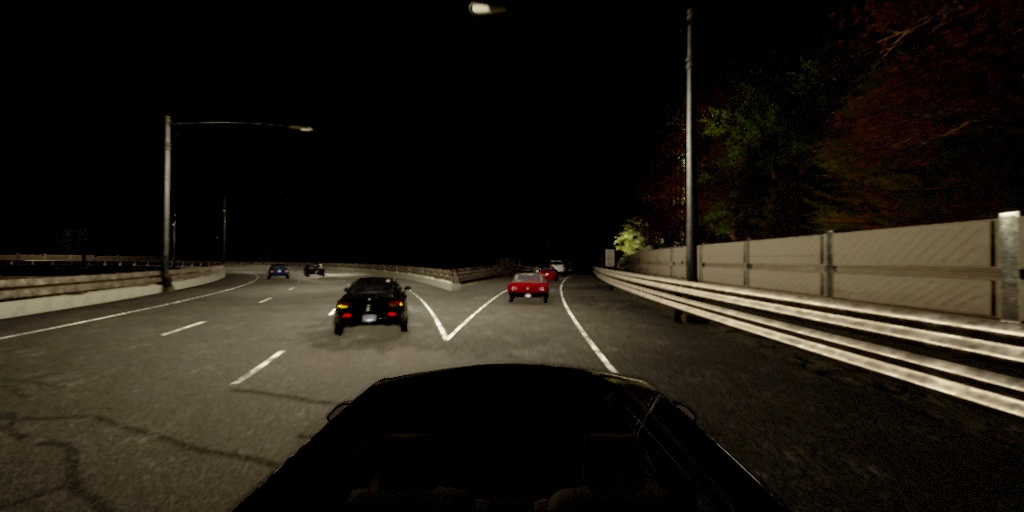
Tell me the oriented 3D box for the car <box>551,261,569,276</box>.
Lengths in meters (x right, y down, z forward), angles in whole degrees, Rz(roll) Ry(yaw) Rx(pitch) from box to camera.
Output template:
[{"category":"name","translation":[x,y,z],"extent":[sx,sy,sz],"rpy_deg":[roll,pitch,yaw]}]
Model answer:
[{"category":"car","translation":[6.502,1.718,50.795],"extent":[2.150,2.045,5.566],"rpy_deg":[0,-2,11]}]

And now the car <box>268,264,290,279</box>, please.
[{"category":"car","translation":[-24.260,1.578,37.326],"extent":[2.033,1.411,5.357],"rpy_deg":[1,-1,-34]}]

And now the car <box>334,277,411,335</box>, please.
[{"category":"car","translation":[-4.096,1.357,10.892],"extent":[1.812,1.442,4.674],"rpy_deg":[0,-1,-16]}]

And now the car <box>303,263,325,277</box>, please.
[{"category":"car","translation":[-22.745,1.569,41.158],"extent":[2.128,1.511,4.902],"rpy_deg":[1,-1,-35]}]

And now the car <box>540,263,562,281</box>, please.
[{"category":"car","translation":[3.616,1.690,35.724],"extent":[1.994,1.385,4.181],"rpy_deg":[0,-1,11]}]

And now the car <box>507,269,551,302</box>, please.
[{"category":"car","translation":[0.928,1.532,18.421],"extent":[1.895,1.301,4.718],"rpy_deg":[0,-1,6]}]
